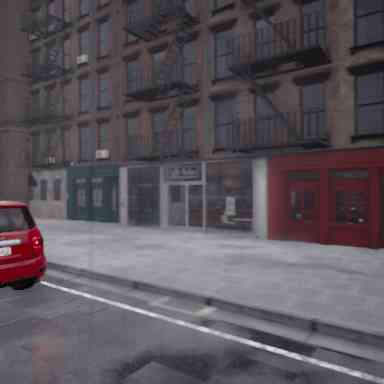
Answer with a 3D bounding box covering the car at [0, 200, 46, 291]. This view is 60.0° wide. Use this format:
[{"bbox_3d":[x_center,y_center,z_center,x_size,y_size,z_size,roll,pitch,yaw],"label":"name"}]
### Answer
[{"bbox_3d":[-5.640,1.200,7.690,5.566,2.045,2.150,0,0,36],"label":"car"}]
